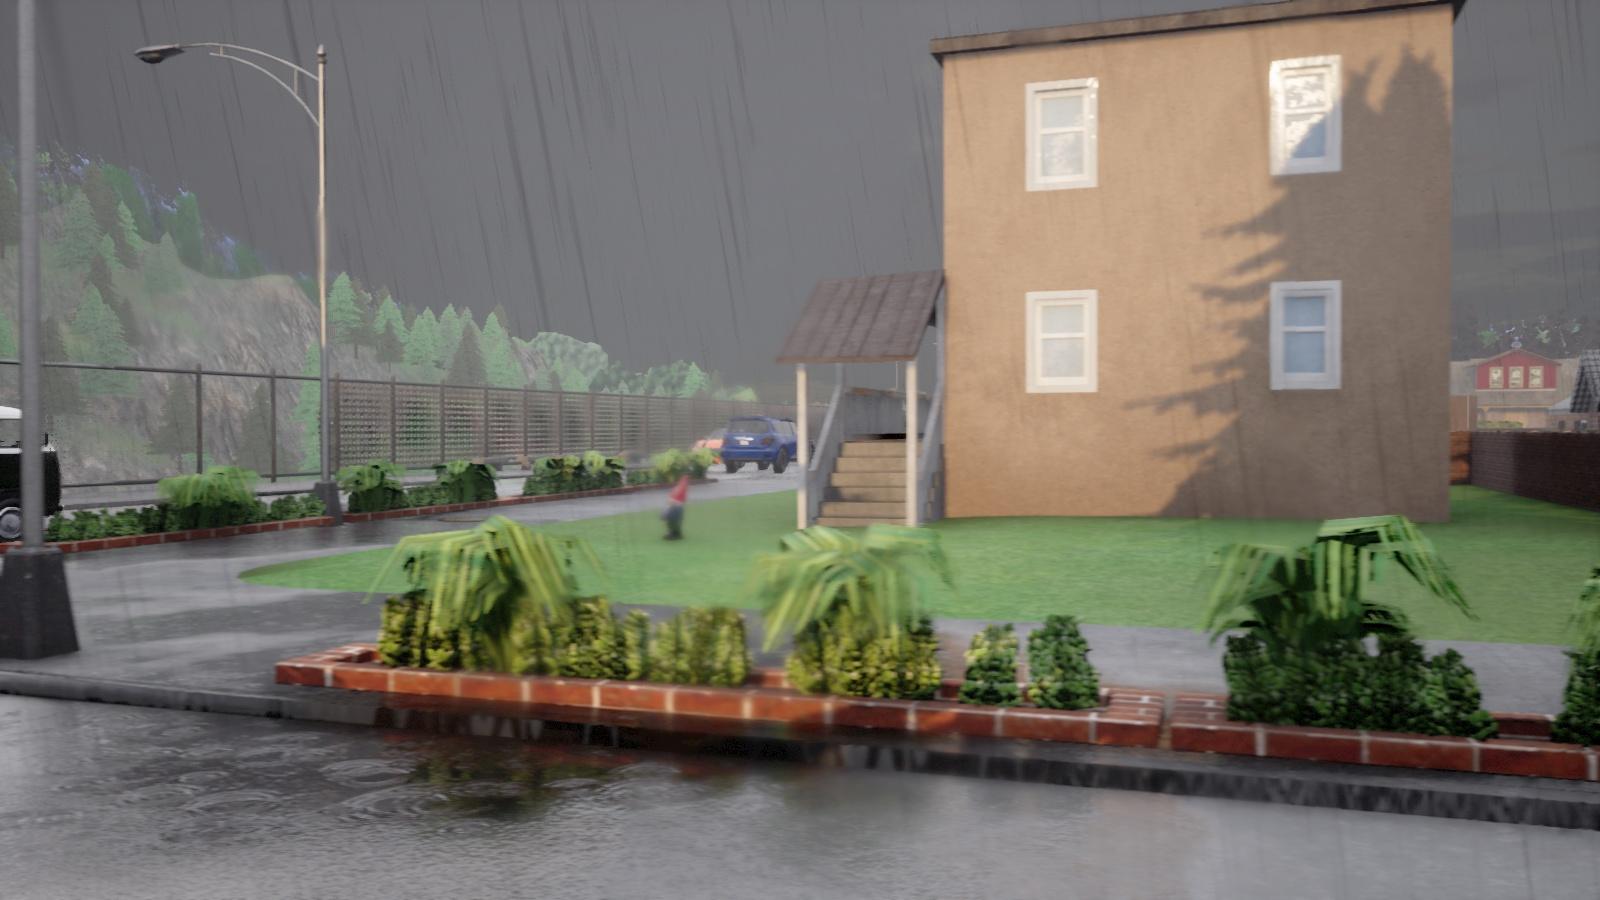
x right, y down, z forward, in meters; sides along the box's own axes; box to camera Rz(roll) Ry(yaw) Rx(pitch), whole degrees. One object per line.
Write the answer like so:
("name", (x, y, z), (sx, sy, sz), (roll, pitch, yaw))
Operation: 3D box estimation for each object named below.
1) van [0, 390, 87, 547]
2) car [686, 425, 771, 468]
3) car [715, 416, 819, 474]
("van", (-11.551, 0.253, 15.823), (2.069, 2.038, 4.480), (0, 1, 10))
("car", (-3.027, -0.196, 54.278), (2.097, 1.767, 4.553), (1, 1, 19))
("car", (-1.146, -0.216, 47.304), (2.150, 2.045, 5.566), (1, 1, 19))
